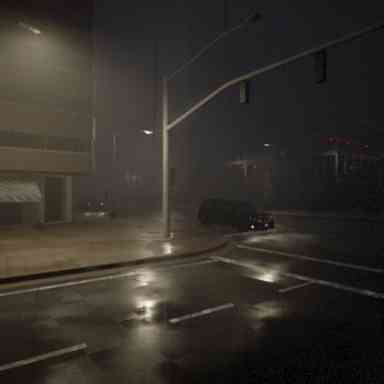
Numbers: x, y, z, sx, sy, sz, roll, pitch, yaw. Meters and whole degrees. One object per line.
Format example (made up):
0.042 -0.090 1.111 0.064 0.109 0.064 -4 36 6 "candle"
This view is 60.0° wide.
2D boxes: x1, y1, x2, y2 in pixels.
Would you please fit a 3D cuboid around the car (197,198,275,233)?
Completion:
2.605 1.452 21.241 2.150 2.045 5.566 0 2 -37 "car"

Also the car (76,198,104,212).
-12.672 1.510 41.189 2.097 1.767 4.553 0 0 -37 "car"
